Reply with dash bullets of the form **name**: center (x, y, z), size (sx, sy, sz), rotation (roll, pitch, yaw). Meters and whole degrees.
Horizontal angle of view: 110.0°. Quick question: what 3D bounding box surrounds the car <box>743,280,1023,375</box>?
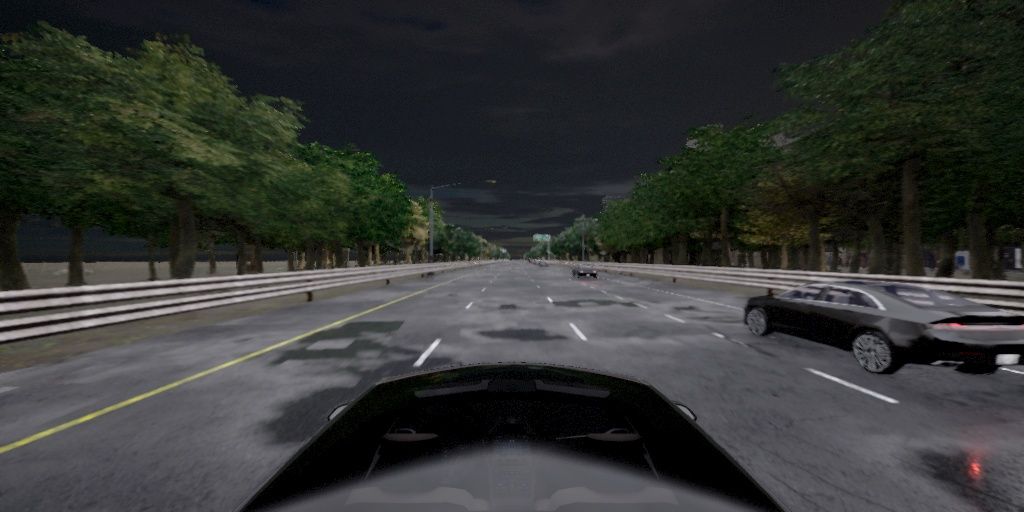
- **car**: center (7.001, 1.253, 7.490), size (2.128, 1.511, 4.902), rotation (0, 0, 0)

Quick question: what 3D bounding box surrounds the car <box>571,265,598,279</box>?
- **car**: center (7.058, 1.518, 35.489), size (1.895, 1.301, 4.718), rotation (0, 0, 0)
